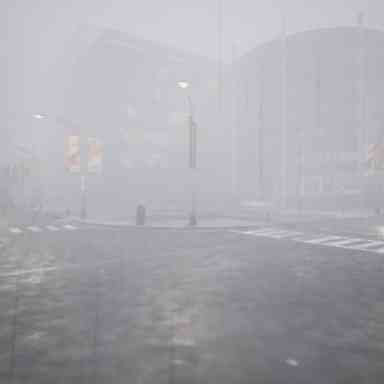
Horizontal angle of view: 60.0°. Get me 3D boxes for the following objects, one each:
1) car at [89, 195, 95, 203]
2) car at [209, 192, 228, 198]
[{"bbox_3d":[-17.928,1.372,62.583,2.161,1.482,4.786,0,0,-36],"label":"car"},{"bbox_3d":[6.237,0.933,80.532,2.435,2.045,5.566,0,0,-36],"label":"car"}]
